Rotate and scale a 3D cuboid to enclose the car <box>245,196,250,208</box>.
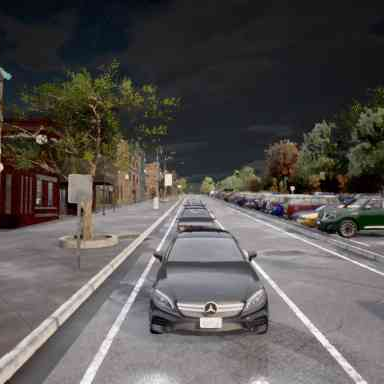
[{"bbox_3d":[9.119,1.466,39.507,4.674,1.452,2.002,0,0,0],"label":"car"}]

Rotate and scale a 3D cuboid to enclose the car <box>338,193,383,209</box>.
[{"bbox_3d":[22.148,1.153,43.021,5.566,2.045,2.435,0,0,0],"label":"car"}]

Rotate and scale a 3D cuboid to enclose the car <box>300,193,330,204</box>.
[{"bbox_3d":[22.090,1.136,59.677,4.553,1.767,2.185,0,1,0],"label":"car"}]

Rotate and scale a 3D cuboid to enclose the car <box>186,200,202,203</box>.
[{"bbox_3d":[0.220,1.442,29.916,2.128,1.511,4.902,0,0,0],"label":"car"}]

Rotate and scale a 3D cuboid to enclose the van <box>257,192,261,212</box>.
[{"bbox_3d":[9.278,1.222,33.896,4.442,1.987,1.878,0,0,0],"label":"van"}]

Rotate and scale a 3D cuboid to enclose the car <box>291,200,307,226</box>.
[{"bbox_3d":[9.075,1.466,19.876,5.366,1.575,1.946,0,0,0],"label":"car"}]

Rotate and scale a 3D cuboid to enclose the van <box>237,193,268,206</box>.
[{"bbox_3d":[9.159,1.114,50.721,4.442,1.987,1.878,0,1,0],"label":"van"}]

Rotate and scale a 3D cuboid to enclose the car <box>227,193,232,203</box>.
[{"bbox_3d":[8.996,1.290,56.328,4.892,1.521,2.231,0,1,0],"label":"car"}]

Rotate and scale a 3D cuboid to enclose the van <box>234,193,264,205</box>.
[{"bbox_3d":[9.139,1.089,53.524,4.442,1.987,1.878,0,1,0],"label":"van"}]

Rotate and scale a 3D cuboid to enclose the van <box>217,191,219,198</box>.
[{"bbox_3d":[8.727,0.864,78.750,4.442,1.987,1.878,0,1,0],"label":"van"}]

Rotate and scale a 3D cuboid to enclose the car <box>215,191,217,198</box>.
[{"bbox_3d":[8.819,1.065,81.556,5.008,1.535,2.097,0,1,0],"label":"car"}]

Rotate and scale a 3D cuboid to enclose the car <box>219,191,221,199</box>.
[{"bbox_3d":[8.895,0.938,67.538,5.566,2.045,2.435,0,1,0],"label":"car"}]

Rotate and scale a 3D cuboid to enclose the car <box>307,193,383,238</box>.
[{"bbox_3d":[9.252,1.221,17.073,5.566,2.045,2.435,0,0,0],"label":"car"}]

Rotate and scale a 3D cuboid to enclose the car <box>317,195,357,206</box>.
[{"bbox_3d":[22.304,1.332,51.351,5.366,1.575,1.946,0,1,0],"label":"car"}]

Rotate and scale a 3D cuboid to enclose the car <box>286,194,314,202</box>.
[{"bbox_3d":[22.006,1.188,68.005,4.892,1.521,2.231,0,1,0],"label":"car"}]

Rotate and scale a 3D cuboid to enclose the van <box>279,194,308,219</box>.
[{"bbox_3d":[9.338,1.237,25.484,4.442,1.987,1.878,0,0,0],"label":"van"}]

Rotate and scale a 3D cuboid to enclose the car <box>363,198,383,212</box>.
[{"bbox_3d":[22.187,1.469,37.465,4.792,1.488,2.163,0,0,0],"label":"car"}]

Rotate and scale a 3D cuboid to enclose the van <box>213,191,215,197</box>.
[{"bbox_3d":[8.648,0.764,89.963,4.442,1.987,1.878,0,1,0],"label":"van"}]

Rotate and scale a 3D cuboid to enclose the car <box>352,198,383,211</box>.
[{"bbox_3d":[22.225,1.452,40.248,4.792,1.488,2.163,0,0,0],"label":"car"}]

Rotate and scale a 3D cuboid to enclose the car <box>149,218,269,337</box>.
[{"bbox_3d":[0.253,1.524,6.868,1.812,1.442,4.674,0,0,0],"label":"car"}]

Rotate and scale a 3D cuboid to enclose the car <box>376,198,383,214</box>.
[{"bbox_3d":[22.420,1.444,34.694,5.366,1.575,1.946,0,0,0],"label":"car"}]

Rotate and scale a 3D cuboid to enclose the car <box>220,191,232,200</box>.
[{"bbox_3d":[8.915,0.963,64.735,5.566,2.045,2.435,0,1,0],"label":"car"}]

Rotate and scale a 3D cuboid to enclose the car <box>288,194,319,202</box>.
[{"bbox_3d":[21.834,1.209,65.227,5.366,1.575,1.946,0,0,0],"label":"car"}]

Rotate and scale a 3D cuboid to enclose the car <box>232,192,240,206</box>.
[{"bbox_3d":[9.034,1.113,47.916,5.566,2.045,2.435,0,1,0],"label":"car"}]

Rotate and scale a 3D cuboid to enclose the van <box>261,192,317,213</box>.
[{"bbox_3d":[9.064,1.230,31.093,4.442,1.987,1.878,0,0,0],"label":"van"}]

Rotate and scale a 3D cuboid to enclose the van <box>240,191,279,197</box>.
[{"bbox_3d":[9.199,1.163,45.116,4.442,1.987,1.878,0,0,0],"label":"van"}]

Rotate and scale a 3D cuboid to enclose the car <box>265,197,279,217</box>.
[{"bbox_3d":[9.196,1.460,28.287,5.008,1.535,2.097,0,0,0],"label":"car"}]

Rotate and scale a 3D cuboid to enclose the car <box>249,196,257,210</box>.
[{"bbox_3d":[9.171,1.470,36.699,4.792,1.488,2.163,0,0,0],"label":"car"}]

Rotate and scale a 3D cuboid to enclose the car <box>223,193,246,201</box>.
[{"bbox_3d":[8.872,1.039,70.342,4.553,1.767,2.185,0,1,0],"label":"car"}]

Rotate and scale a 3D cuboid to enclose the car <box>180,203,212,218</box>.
[{"bbox_3d":[0.194,1.532,17.447,2.033,1.411,5.357,0,0,0],"label":"car"}]

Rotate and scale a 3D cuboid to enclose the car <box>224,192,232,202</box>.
[{"bbox_3d":[8.960,1.279,61.935,4.674,1.452,2.002,0,1,0],"label":"car"}]

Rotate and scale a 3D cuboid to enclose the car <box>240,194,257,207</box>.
[{"bbox_3d":[9.108,1.409,42.310,4.892,1.521,2.231,0,0,0],"label":"car"}]

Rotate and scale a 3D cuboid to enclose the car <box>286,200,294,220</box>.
[{"bbox_3d":[9.243,1.506,22.681,4.674,1.452,2.002,0,0,0],"label":"car"}]
